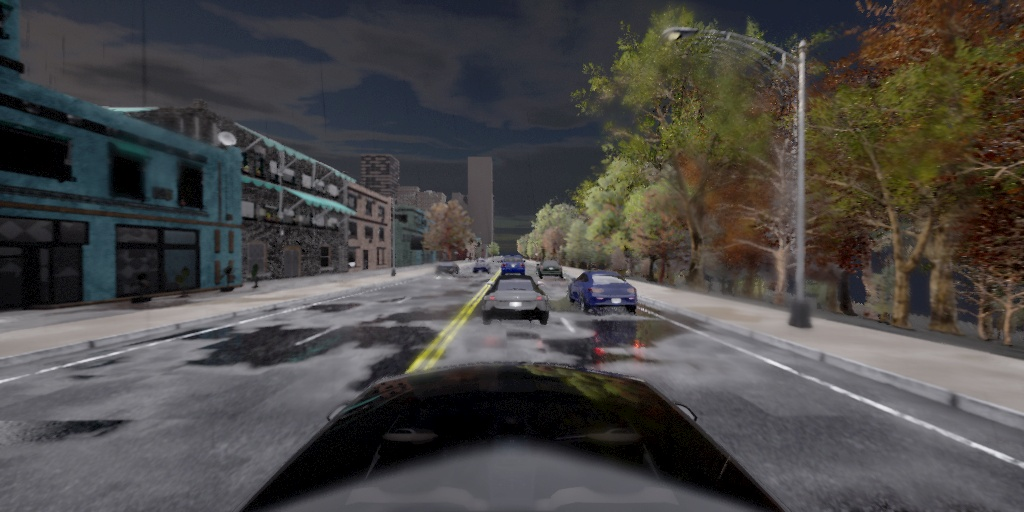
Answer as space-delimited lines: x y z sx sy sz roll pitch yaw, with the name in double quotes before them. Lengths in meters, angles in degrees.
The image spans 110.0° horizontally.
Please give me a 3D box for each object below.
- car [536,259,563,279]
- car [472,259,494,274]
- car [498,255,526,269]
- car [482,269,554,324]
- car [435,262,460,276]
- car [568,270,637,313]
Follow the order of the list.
"car" 3.359 1.097 32.886 2.097 1.767 4.553 0 0 0
"car" -3.330 1.345 39.875 1.895 1.301 4.718 0 0 0
"car" 0.109 0.966 33.849 2.150 2.045 5.566 0 0 0
"car" 0.103 1.313 11.979 1.994 1.385 4.181 0 0 0
"car" -6.586 1.292 37.148 2.033 1.411 5.357 0 0 0
"car" 3.367 1.274 13.853 1.812 1.442 4.674 0 0 0
